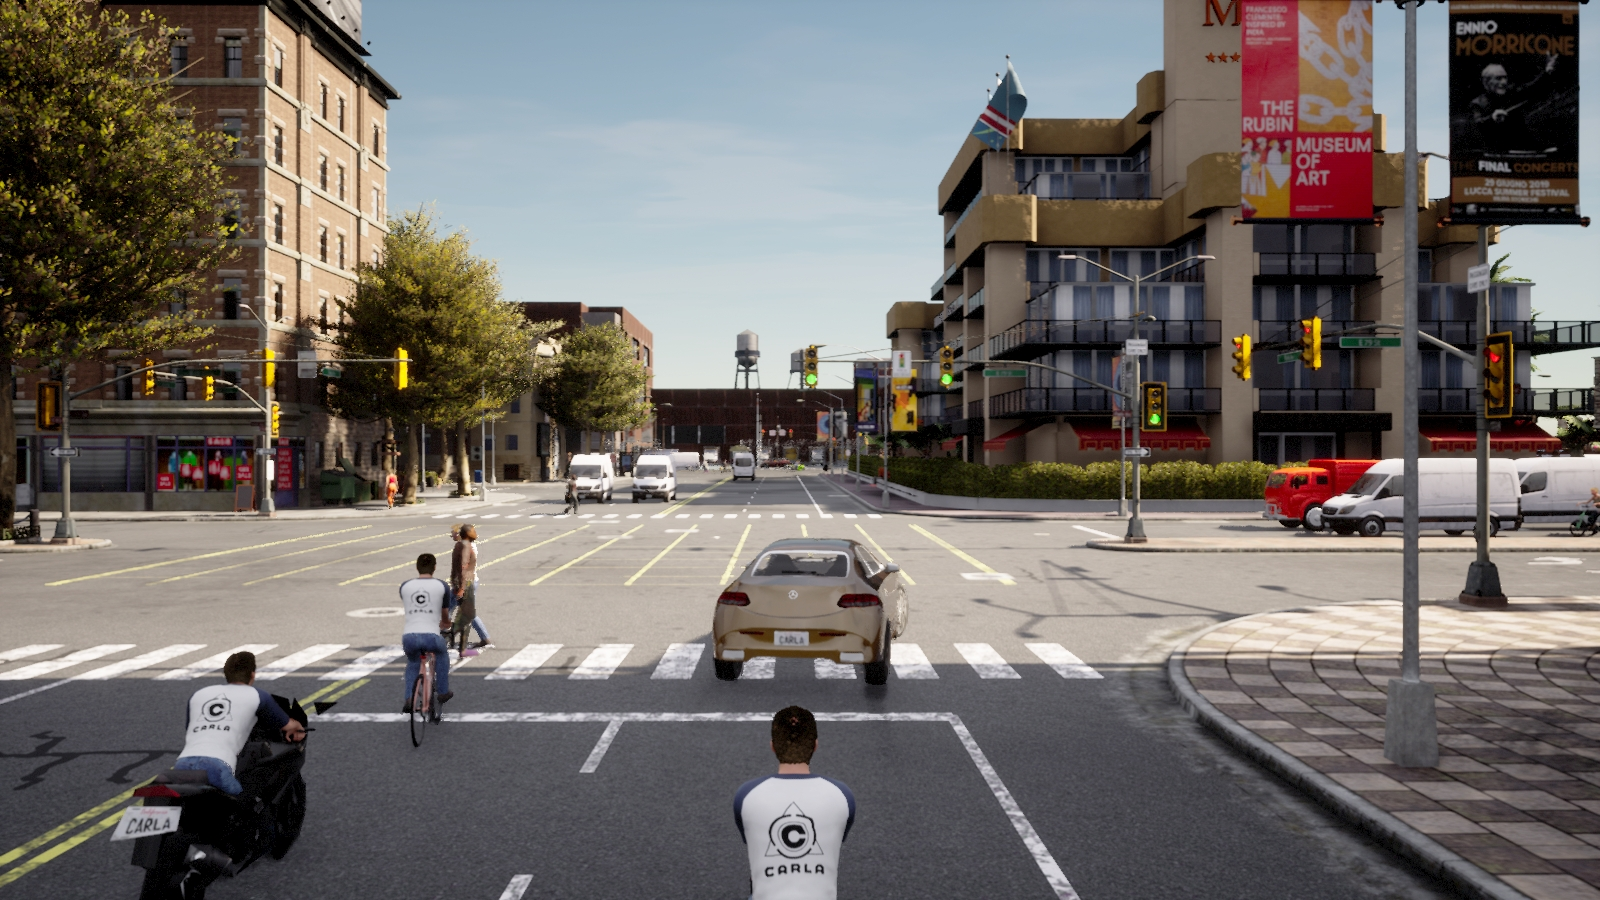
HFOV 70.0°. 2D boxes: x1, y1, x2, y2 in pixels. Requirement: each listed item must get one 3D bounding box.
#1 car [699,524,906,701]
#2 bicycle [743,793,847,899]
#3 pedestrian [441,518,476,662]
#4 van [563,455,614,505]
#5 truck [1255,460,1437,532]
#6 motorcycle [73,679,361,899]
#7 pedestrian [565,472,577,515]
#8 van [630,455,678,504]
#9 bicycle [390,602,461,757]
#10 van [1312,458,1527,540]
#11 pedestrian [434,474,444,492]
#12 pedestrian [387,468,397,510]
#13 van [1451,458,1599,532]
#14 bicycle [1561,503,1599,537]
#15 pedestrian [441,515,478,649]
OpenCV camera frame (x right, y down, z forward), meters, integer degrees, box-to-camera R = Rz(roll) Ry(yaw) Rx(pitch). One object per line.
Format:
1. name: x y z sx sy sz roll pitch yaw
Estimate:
1. car: 0.247 2.000 15.478 2.152 1.651 5.027 0 0 8
2. bicycle: -0.025 2.209 4.565 0.373 1.196 1.643 0 -1 -1
3. pedestrian: -4.576 1.858 15.294 0.375 1.860 0.375 0 0 -29
4. van: -11.448 1.566 62.249 1.988 2.561 5.915 0 0 -3
5. truck: 19.319 1.588 40.626 5.204 2.467 2.627 0 0 -1
6. motorcycle: -3.548 2.217 7.204 0.803 1.145 2.033 0 0 -1
7. pedestrian: -9.877 1.874 49.253 0.375 1.860 0.375 0 0 13
8. van: -7.988 1.566 63.095 1.988 2.561 5.915 0 0 -1
9. bicycle: -3.676 2.212 11.300 0.373 1.196 1.643 0 0 -8
10. van: 20.040 1.553 37.127 5.915 2.561 1.988 0 0 -1
11. pedestrian: -22.998 2.113 72.826 0.500 1.100 0.500 0 0 0
12. pedestrian: -18.129 1.722 50.777 0.375 1.860 0.375 0 0 -32
13. van: 26.679 1.555 40.672 5.915 2.561 1.988 0 0 0
14. bicycle: 25.808 2.275 37.212 1.487 1.080 0.859 0 0 -1
15. pedestrian: -4.820 1.857 16.178 0.375 1.860 0.375 0 0 8
